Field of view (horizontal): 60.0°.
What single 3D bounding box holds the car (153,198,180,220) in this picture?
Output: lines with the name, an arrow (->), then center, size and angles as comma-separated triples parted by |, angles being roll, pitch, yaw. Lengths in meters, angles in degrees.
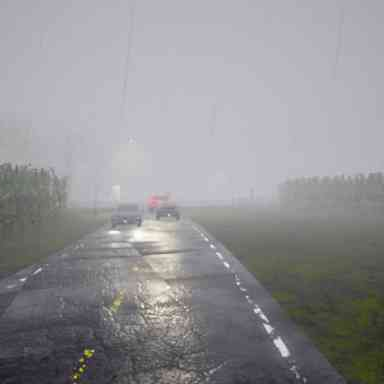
car -> -2.137, 1.551, 28.366 | 1.837, 1.490, 4.892 | 0, 0, -8

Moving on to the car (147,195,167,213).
car -> -3.961, 1.304, 38.906 | 2.150, 2.045, 5.566 | 0, 0, -12

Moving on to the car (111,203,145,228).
car -> -4.326, 1.535, 22.644 | 1.837, 1.490, 4.892 | 0, 0, -7
